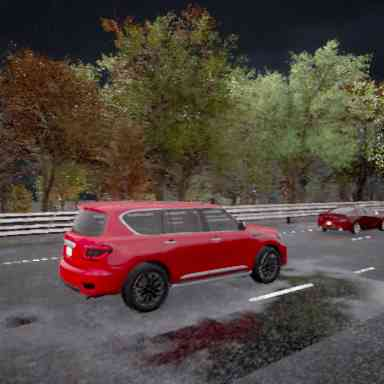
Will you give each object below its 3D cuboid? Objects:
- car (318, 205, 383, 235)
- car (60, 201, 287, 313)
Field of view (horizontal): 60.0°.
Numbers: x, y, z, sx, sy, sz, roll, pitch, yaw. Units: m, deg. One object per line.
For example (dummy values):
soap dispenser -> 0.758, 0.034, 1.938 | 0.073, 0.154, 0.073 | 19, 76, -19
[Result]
car -> 9.222, 1.485, 18.920 | 5.008, 1.535, 1.882 | 0, 0, -35
car -> -0.164, 1.225, 7.925 | 5.566, 2.045, 2.150 | 0, 0, -36
